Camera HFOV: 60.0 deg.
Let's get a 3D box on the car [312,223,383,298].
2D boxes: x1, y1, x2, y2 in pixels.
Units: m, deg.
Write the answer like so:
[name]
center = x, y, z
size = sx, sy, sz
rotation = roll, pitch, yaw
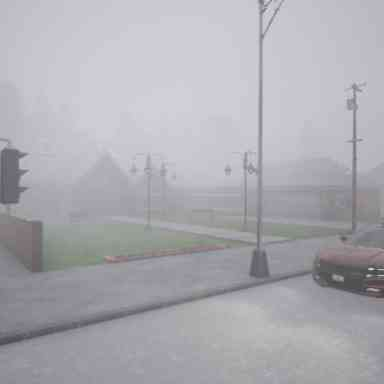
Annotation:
[car]
center = 5.081, 1.555, 8.397
size = 5.008, 1.535, 1.882
rotation = 1, -1, -36
